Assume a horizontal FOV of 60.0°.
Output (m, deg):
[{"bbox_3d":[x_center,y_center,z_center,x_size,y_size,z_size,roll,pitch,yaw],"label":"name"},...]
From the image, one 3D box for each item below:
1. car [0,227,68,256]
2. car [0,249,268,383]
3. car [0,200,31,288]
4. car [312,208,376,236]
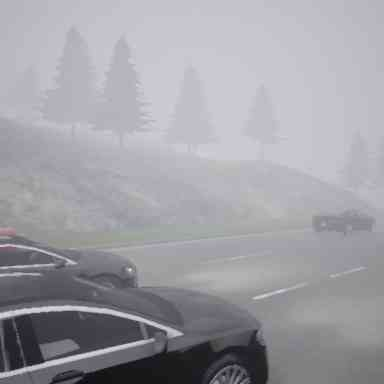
[{"bbox_3d":[-3.330,1.513,5.859,4.902,1.511,2.128,1,-1,-36],"label":"car"},{"bbox_3d":[-1.389,1.504,2.936,4.902,1.511,2.128,1,-1,-36],"label":"car"},{"bbox_3d":[-6.886,1.233,7.516,5.566,2.045,2.150,1,0,-36],"label":"car"},{"bbox_3d":[9.273,1.697,20.127,5.008,1.535,1.882,1,-1,-39],"label":"car"}]
